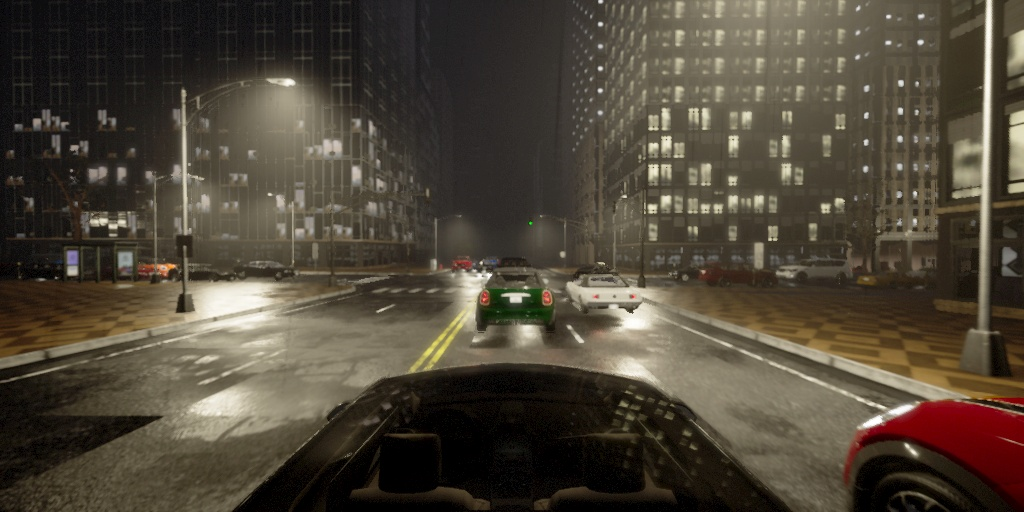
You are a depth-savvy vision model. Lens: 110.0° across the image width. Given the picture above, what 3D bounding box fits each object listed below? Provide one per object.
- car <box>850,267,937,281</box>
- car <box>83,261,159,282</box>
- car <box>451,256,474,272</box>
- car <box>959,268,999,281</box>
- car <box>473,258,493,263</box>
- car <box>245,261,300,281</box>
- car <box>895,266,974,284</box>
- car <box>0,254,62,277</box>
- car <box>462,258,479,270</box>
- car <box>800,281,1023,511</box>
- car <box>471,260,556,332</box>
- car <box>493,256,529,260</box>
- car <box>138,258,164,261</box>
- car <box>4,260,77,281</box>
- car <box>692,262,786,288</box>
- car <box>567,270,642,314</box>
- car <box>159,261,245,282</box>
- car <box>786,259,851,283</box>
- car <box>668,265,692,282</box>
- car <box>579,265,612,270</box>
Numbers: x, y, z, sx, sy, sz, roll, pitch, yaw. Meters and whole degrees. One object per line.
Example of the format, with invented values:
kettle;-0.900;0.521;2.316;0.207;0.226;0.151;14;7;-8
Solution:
car;27.644;1.654;25.638;4.829;1.417;1.751;0;0;1
car;-28.413;1.218;26.502;4.207;1.307;1.802;0;0;1
car;-6.594;1.080;47.581;2.150;2.045;5.566;0;0;0
car;33.114;1.759;25.544;4.207;1.307;1.802;0;0;1
car;-3.340;1.347;46.048;2.128;1.511;4.902;0;0;0
car;-19.807;1.169;29.018;4.902;1.511;2.128;1;1;1
car;36.738;1.658;31.251;4.674;1.442;1.812;0;1;1
car;-39.419;0.854;29.425;4.553;1.767;2.097;1;1;1
car;-6.557;1.229;57.178;2.097;1.767;4.553;0;0;0
car;3.351;1.100;0.577;2.097;1.767;4.553;0;0;0
car;0.102;1.126;11.117;2.097;1.767;4.553;0;0;0
car;0.112;1.103;23.643;2.150;2.045;5.566;0;-1;0
car;-29.425;0.944;29.214;4.553;1.767;2.097;1;1;1
car;-34.094;1.150;26.676;4.313;1.339;1.948;0;0;1
car;16.196;1.345;25.836;5.009;1.841;2.192;0;0;1
car;3.353;1.382;14.020;1.895;1.301;4.718;0;0;0
car;-22.729;1.253;26.368;4.313;1.339;1.948;0;0;1
car;26.427;1.265;31.436;5.566;2.045;2.150;1;1;1
car;16.350;1.461;31.610;4.892;1.490;1.837;1;1;1
car;6.481;1.443;26.947;1.837;1.490;4.892;-3;-2;41
